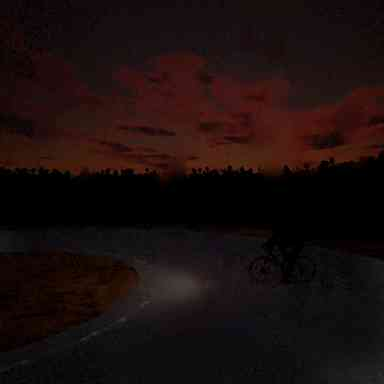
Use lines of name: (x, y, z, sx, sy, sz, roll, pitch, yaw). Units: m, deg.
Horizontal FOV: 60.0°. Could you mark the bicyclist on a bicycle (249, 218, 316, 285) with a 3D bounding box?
bicyclist on a bicycle: (2.219, 1.453, 8.161, 1.656, 1.620, 0.582, -1, 0, -2)
